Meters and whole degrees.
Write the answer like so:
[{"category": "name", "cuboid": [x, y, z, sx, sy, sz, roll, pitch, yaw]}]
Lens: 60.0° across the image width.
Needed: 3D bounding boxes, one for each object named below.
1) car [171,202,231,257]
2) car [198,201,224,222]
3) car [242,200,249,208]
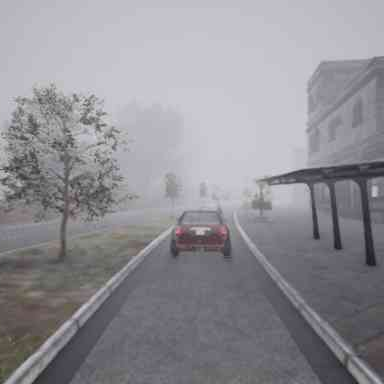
[{"category": "car", "cuboid": [0.416, 1.398, 13.339, 2.097, 1.767, 4.553, 0, 0, 4]}, {"category": "car", "cuboid": [1.752, 1.627, 29.015, 1.882, 1.535, 5.008, 0, 0, 7]}, {"category": "car", "cuboid": [9.728, 2.087, 57.726, 2.097, 1.535, 5.008, -1, -1, 12]}]
